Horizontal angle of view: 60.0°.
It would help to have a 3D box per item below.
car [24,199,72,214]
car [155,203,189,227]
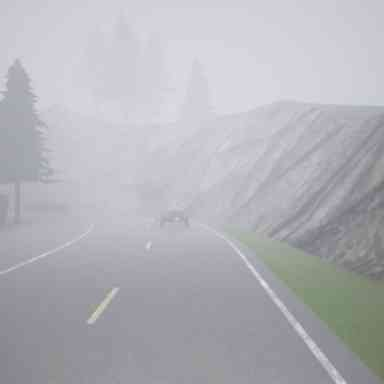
[{"bbox_3d":[-14.657,1.484,33.882,4.674,1.442,1.812,0,0,2],"label":"car"},{"bbox_3d":[-1.415,1.498,22.716,1.812,1.442,4.674,0,0,-12],"label":"car"}]
